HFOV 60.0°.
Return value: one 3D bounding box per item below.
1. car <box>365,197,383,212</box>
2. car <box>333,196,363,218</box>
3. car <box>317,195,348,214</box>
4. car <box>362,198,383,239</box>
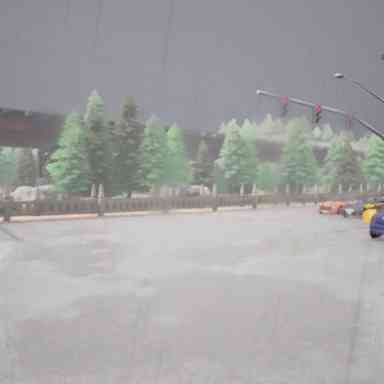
[{"bbox_3d":[20.667,1.291,35.803,4.181,1.385,1.994,-1,0,-36],"label":"car"},{"bbox_3d":[13.936,1.297,26.774,4.902,1.511,2.128,-1,0,-36],"label":"car"},{"bbox_3d":[13.677,1.142,30.902,4.553,1.767,2.097,0,0,-35],"label":"car"},{"bbox_3d":[10.160,1.229,15.291,4.553,1.767,2.097,-1,0,-36],"label":"car"}]
